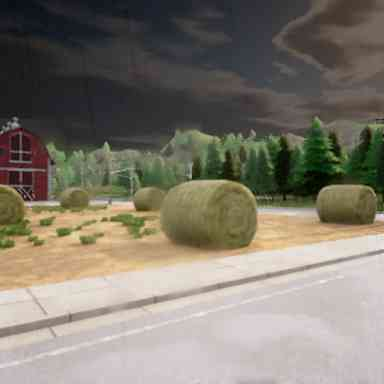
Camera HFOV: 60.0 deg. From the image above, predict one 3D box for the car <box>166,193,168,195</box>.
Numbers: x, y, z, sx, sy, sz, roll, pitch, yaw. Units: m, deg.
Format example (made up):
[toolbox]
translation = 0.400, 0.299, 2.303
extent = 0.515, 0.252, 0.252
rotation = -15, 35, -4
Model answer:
[car]
translation = -4.266, 1.264, 55.303
extent = 2.150, 2.045, 5.566
rotation = 0, 0, -38
